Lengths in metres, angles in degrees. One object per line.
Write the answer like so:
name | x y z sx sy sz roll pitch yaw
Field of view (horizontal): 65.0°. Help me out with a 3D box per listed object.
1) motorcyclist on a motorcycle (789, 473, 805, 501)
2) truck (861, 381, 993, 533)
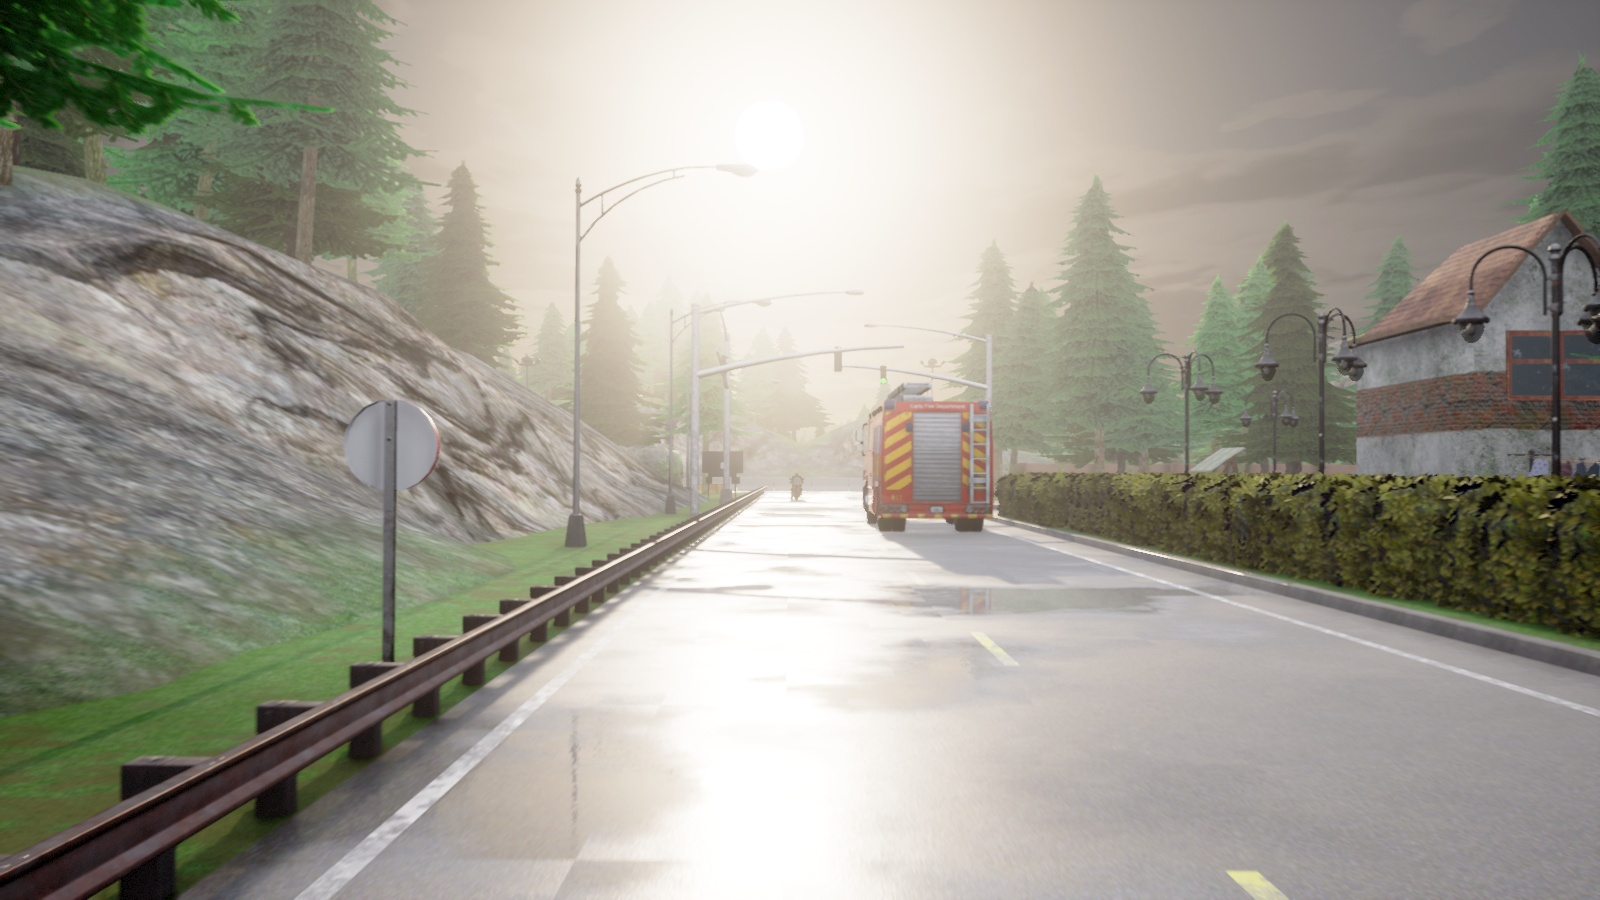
motorcyclist on a motorcycle | -0.164 1.988 67.940 0.866 1.530 2.191 0 -1 0
truck | 3.409 0.237 35.886 2.891 3.827 8.468 0 -1 0
